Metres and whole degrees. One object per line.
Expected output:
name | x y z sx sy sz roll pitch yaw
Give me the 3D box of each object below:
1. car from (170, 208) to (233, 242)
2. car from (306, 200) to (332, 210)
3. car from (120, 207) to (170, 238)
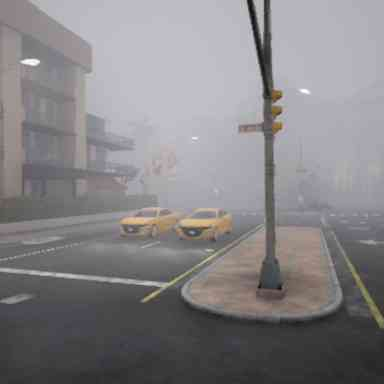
car | 0.838 1.618 17.747 1.882 1.535 5.008 -1 0 20
car | 17.165 1.778 45.330 1.895 1.301 4.718 -1 -1 0
car | -2.299 1.667 19.368 1.882 1.535 5.008 -1 0 20
